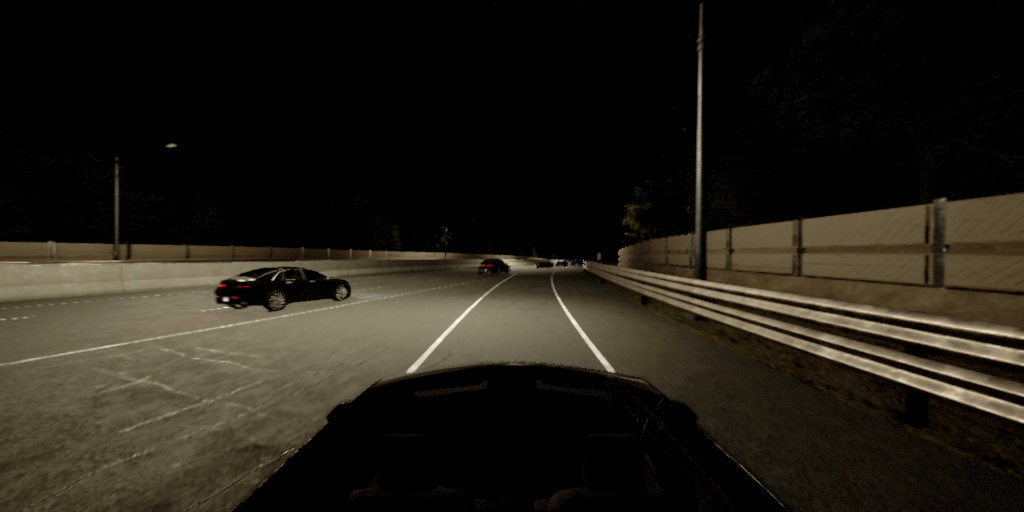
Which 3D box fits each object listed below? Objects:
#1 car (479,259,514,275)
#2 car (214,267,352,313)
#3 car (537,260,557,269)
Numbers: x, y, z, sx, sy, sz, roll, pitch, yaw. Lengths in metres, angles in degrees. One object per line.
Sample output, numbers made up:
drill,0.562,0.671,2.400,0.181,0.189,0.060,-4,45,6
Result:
car,-1.661,1.033,34.644,1.837,1.490,4.892,0,0,18
car,-8.291,1.151,13.607,1.837,1.490,4.892,0,-1,18
car,5.302,1.336,56.701,1.895,1.301,4.718,0,-1,18
